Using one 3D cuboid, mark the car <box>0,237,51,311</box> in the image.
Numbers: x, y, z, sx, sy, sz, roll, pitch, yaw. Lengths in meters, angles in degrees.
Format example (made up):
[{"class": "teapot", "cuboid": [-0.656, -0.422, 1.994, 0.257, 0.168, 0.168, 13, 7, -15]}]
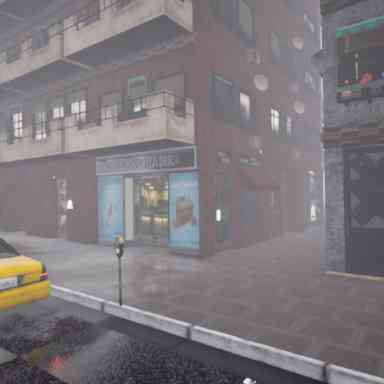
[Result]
[{"class": "car", "cuboid": [-5.090, 1.458, 6.887, 5.366, 1.575, 1.801, 0, 0, 36]}]
